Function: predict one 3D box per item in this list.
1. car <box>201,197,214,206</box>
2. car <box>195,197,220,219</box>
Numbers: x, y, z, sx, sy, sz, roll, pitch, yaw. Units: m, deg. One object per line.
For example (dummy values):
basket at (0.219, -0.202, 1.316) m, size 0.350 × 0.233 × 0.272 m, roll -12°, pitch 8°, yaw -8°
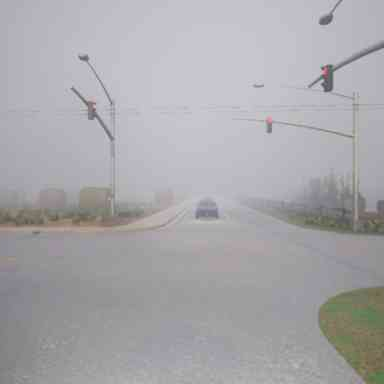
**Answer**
car at (2.525, 1.468, 54.189) m, size 1.994 × 1.385 × 4.181 m, roll 0°, pitch 0°, yaw 3°
car at (1.309, 1.436, 28.448) m, size 1.882 × 1.535 × 5.008 m, roll 0°, pitch 0°, yaw 3°
